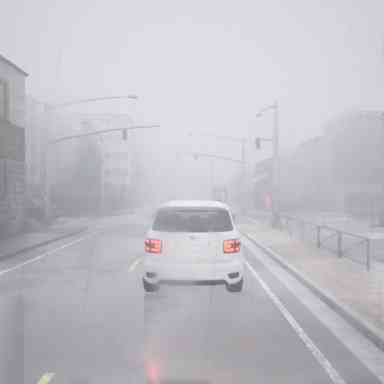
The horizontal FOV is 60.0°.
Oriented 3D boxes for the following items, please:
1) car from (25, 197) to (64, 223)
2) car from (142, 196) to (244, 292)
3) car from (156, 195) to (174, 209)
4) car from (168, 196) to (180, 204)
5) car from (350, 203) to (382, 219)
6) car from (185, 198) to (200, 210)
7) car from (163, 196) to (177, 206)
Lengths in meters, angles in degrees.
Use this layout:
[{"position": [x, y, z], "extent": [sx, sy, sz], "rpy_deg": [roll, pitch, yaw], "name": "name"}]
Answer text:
[{"position": [-13.235, 1.397, 26.537], "extent": [5.566, 2.045, 2.150], "rpy_deg": [0, 0, -2], "name": "car"}, {"position": [0.036, 1.221, 9.050], "extent": [2.150, 2.045, 5.566], "rpy_deg": [0, 0, 1], "name": "car"}, {"position": [-3.687, 1.352, 46.563], "extent": [2.097, 1.767, 4.553], "rpy_deg": [0, 0, 0], "name": "car"}, {"position": [-3.643, 1.547, 67.582], "extent": [2.033, 1.411, 5.357], "rpy_deg": [0, 0, 0], "name": "car"}, {"position": [16.658, 1.740, 30.232], "extent": [4.181, 1.385, 1.994], "rpy_deg": [0, 0, 0], "name": "car"}, {"position": [0.063, 1.525, 43.960], "extent": [1.812, 1.442, 4.674], "rpy_deg": [0, 0, 0], "name": "car"}, {"position": [-3.692, 1.491, 56.944], "extent": [2.128, 1.511, 4.902], "rpy_deg": [0, 0, 0], "name": "car"}]
